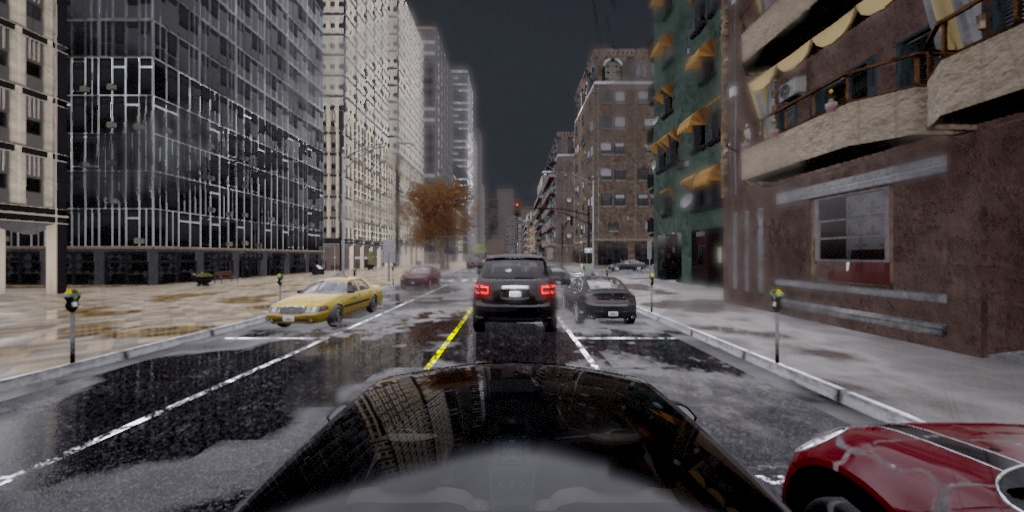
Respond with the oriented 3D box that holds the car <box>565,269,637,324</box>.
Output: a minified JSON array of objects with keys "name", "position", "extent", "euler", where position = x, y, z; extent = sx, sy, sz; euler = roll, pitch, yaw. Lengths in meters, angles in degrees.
[{"name":"car","position":[2.690,1.300,11.703],"extent":[2.007,1.370,4.403],"euler":[0,0,0]}]

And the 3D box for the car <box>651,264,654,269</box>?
[{"name":"car","position":[18.838,1.003,42.237],"extent":[4.829,1.417,1.751],"euler":[0,0,-1]}]

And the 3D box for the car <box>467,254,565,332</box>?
[{"name":"car","position":[0.091,0.971,10.980],"extent":[2.150,2.045,5.566],"euler":[0,0,0]}]

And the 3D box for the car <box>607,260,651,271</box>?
[{"name":"car","position":[13.441,1.105,42.183],"extent":[4.403,1.370,2.007],"euler":[0,0,-1]}]

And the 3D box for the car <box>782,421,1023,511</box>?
[{"name":"car","position":[2.687,1.190,0.638],"extent":[1.967,1.591,4.097],"euler":[0,0,0]}]

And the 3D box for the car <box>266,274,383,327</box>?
[{"name":"car","position":[-5.690,1.275,11.536],"extent":[1.751,1.417,4.829],"euler":[0,0,0]}]

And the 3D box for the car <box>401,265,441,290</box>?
[{"name":"car","position":[-5.688,1.297,22.771],"extent":[1.888,1.381,4.507],"euler":[0,0,0]}]
